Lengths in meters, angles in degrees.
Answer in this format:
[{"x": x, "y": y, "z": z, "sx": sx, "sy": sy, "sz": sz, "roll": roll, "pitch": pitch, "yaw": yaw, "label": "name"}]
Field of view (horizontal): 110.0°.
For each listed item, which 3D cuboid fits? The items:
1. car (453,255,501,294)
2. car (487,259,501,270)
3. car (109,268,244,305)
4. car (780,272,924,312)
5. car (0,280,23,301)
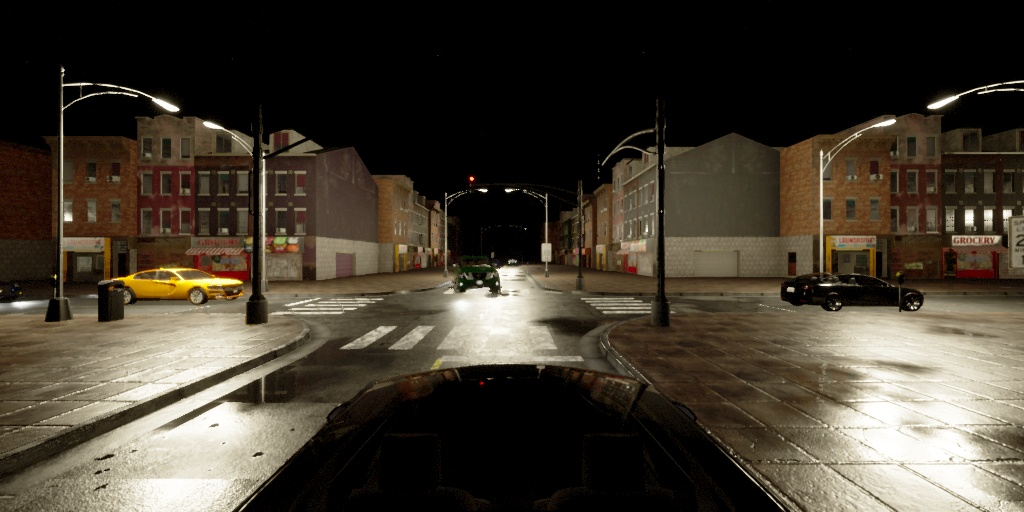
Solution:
[{"x": -2.206, "y": 0.979, "z": 20.630, "sx": 2.150, "sy": 2.045, "sz": 5.566, "roll": -1, "pitch": 0, "yaw": -12, "label": "car"}, {"x": -2.796, "y": 1.262, "z": 55.836, "sx": 1.882, "sy": 1.535, "sz": 5.008, "roll": 0, "pitch": 0, "yaw": 0, "label": "car"}, {"x": -14.589, "y": 1.270, "z": 15.759, "sx": 5.008, "sy": 1.535, "sz": 1.882, "roll": 0, "pitch": 0, "yaw": 2, "label": "car"}, {"x": 12.357, "y": 1.266, "z": 13.210, "sx": 4.313, "sy": 1.339, "sz": 1.948, "roll": 0, "pitch": 0, "yaw": 0, "label": "car"}, {"x": -24.593, "y": 1.391, "z": 15.788, "sx": 4.181, "sy": 1.385, "sz": 1.994, "roll": 0, "pitch": 0, "yaw": 0, "label": "car"}]
